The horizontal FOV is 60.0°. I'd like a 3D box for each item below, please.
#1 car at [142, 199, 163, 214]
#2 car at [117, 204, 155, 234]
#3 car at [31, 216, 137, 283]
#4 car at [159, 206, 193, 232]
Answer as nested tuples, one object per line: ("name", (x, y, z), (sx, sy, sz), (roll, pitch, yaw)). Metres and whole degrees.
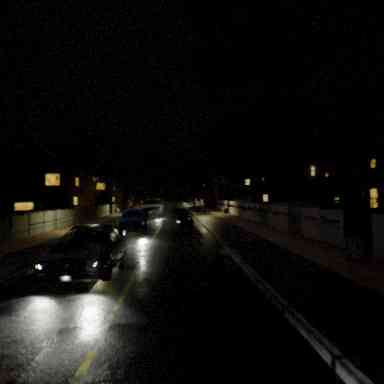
("car", (-4.448, 1.795, 38.027), (2.150, 2.045, 5.566), (-2, -1, -3))
("car", (-3.757, 1.846, 21.779), (1.882, 1.535, 5.008), (-2, 0, -3))
("car", (-3.241, 1.772, 10.835), (2.033, 1.411, 5.357), (-2, -1, -3))
("car", (-0.956, 1.864, 22.723), (1.994, 1.385, 4.181), (-2, -1, -3))
